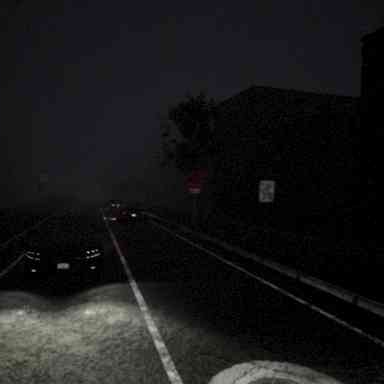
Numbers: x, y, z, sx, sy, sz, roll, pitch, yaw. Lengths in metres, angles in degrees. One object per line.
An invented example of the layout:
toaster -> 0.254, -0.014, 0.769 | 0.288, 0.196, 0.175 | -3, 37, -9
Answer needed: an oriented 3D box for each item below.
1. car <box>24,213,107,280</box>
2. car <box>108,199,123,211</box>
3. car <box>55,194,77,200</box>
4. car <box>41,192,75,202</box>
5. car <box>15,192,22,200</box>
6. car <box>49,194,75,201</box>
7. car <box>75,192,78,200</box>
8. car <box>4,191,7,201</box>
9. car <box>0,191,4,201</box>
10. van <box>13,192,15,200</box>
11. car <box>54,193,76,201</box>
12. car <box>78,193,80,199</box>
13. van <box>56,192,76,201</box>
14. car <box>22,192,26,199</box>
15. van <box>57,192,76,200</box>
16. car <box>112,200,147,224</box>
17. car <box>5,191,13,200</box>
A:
car -> -3.710, 1.436, 10.125 | 1.882, 1.535, 5.008 | 1, 0, -17
car -> -8.723, 1.464, 38.585 | 2.033, 1.411, 5.357 | 1, 0, -16
car -> -30.878, 1.270, 81.839 | 4.892, 1.521, 2.231 | 1, -1, -17
car -> -25.281, 1.180, 63.035 | 4.892, 1.521, 2.231 | 1, 0, -17
car -> -43.389, 1.121, 78.014 | 4.674, 1.452, 2.002 | 1, -1, -17
car -> -27.687, 1.201, 71.089 | 4.892, 1.521, 2.231 | 1, -1, -17
car -> -26.108, 0.931, 65.712 | 5.566, 2.045, 2.435 | 1, 0, -17
car -> -39.419, 1.042, 64.672 | 4.674, 1.452, 2.002 | 1, 0, -17
car -> -38.628, 0.993, 62.000 | 5.008, 1.535, 2.097 | 1, 0, -17
van -> -41.907, 0.815, 72.644 | 4.442, 1.987, 1.878 | 1, -1, -17
car -> -29.249, 1.106, 76.474 | 4.553, 1.767, 2.185 | 1, -1, -17
car -> -28.505, 0.964, 73.774 | 5.566, 2.045, 2.435 | 1, -1, -17
van -> -29.968, 1.026, 79.186 | 4.442, 1.987, 1.878 | 1, -1, -17
car -> -44.011, 1.099, 80.735 | 5.366, 1.575, 1.946 | 1, -1, -17
van -> -31.795, 1.061, 84.492 | 4.442, 1.987, 1.878 | 1, -1, -17
car -> -4.495, 1.527, 24.377 | 1.994, 1.385, 4.181 | 1, 0, -16
car -> -40.973, 0.902, 70.020 | 4.553, 1.767, 2.185 | 1, -1, -17
